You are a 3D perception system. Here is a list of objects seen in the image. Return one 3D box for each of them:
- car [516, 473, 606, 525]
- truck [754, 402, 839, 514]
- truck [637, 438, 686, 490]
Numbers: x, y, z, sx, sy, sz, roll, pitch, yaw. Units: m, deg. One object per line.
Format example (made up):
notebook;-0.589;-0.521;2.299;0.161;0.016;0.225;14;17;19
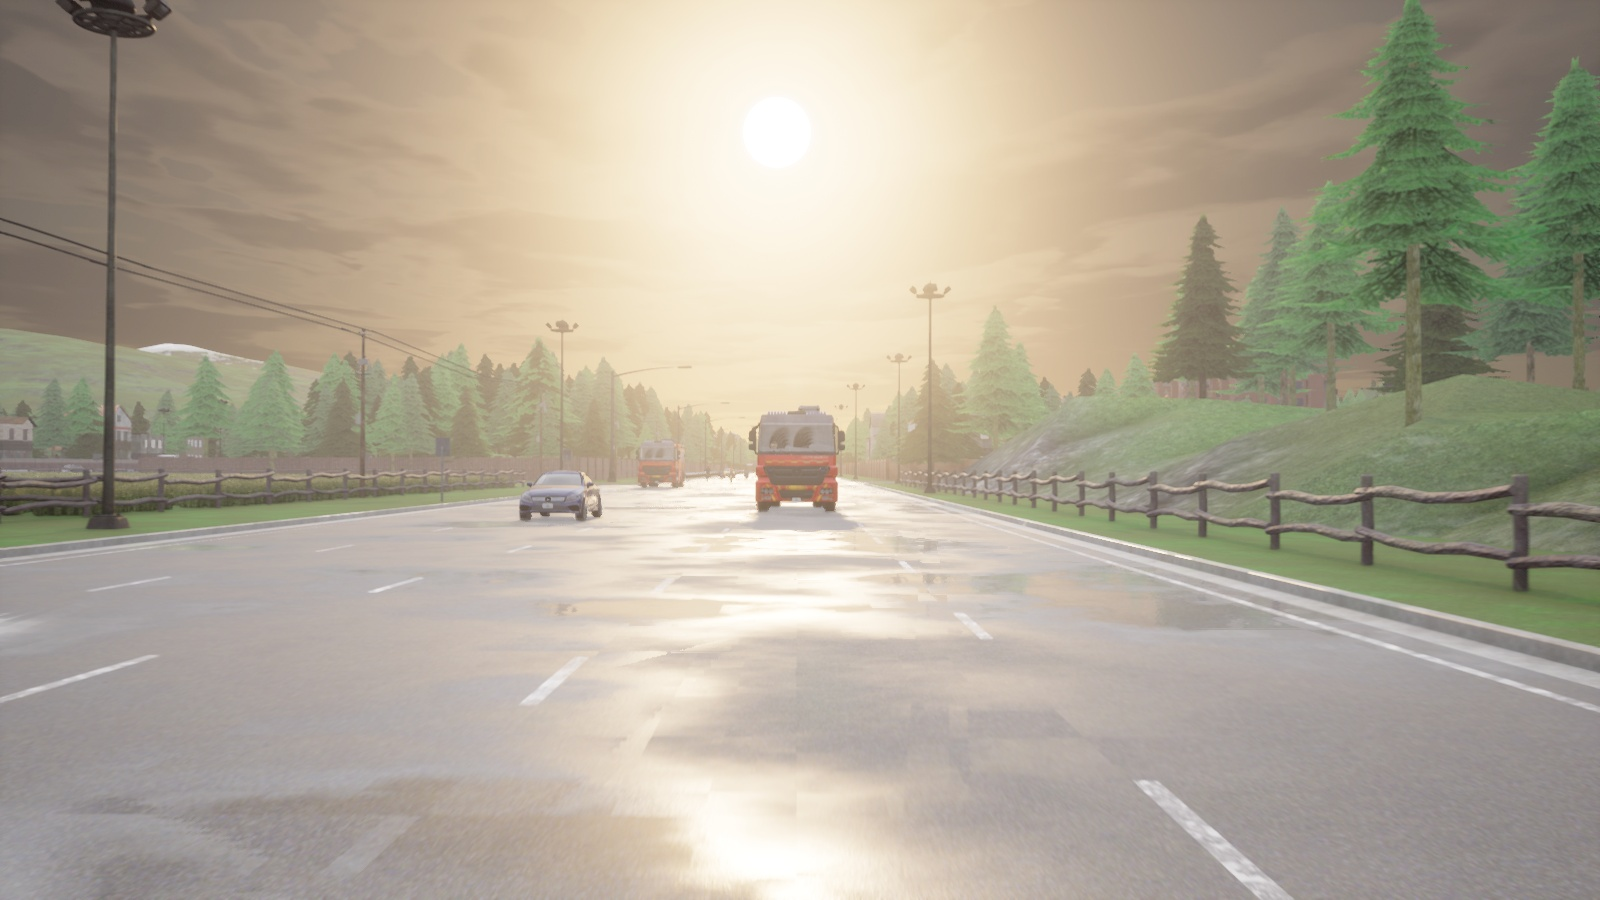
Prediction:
car;-7.090;1.415;37.673;1.812;1.442;4.674;0;-1;0
truck;-0.117;0.336;47.201;2.891;3.827;8.468;0;-1;0
truck;-10.739;1.121;98.045;2.891;3.827;8.468;0;-1;0
